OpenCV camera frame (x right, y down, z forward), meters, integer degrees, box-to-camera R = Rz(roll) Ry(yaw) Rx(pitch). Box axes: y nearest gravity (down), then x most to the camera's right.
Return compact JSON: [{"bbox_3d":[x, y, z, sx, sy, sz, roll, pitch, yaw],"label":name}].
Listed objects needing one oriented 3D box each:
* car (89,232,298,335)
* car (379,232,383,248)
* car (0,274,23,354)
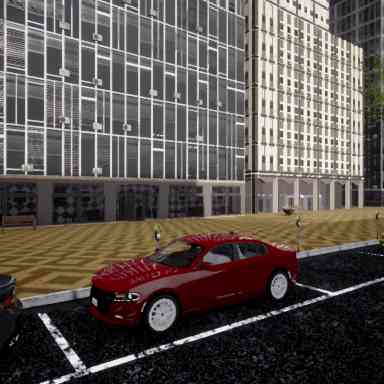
[{"bbox_3d":[0.244,1.545,6.726,4.507,1.381,1.887,0,0,-35],"label":"car"},{"bbox_3d":[9.125,1.529,13.038,4.829,1.417,1.752,0,0,-35],"label":"car"},{"bbox_3d":[-4.265,1.551,3.520,4.403,1.369,2.008,0,0,-35],"label":"car"}]
